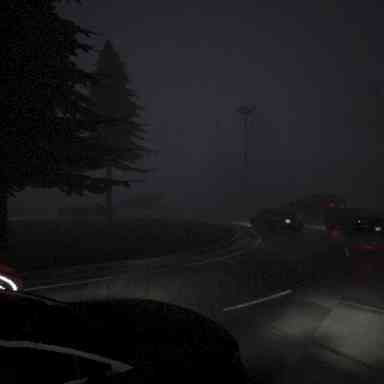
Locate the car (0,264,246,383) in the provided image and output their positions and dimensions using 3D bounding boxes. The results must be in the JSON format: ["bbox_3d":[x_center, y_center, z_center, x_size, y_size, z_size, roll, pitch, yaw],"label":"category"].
[{"bbox_3d":[-1.718,1.491,2.337,4.902,1.511,2.128,0,0,-36],"label":"car"}]

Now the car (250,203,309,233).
[{"bbox_3d":[4.909,1.548,19.808,1.994,1.385,4.181,0,0,-6],"label":"car"}]

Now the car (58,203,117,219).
[{"bbox_3d":[-9.261,1.591,29.219,4.718,1.301,1.895,0,0,-16],"label":"car"}]

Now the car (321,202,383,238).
[{"bbox_3d":[8.682,1.508,17.585,1.812,1.442,4.674,0,0,3],"label":"car"}]

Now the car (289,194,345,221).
[{"bbox_3d":[9.942,1.197,27.114,2.150,2.045,5.566,1,0,-26],"label":"car"}]

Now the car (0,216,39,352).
[{"bbox_3d":[-4.731,1.352,4.418,4.553,1.767,2.097,0,0,-37],"label":"car"}]

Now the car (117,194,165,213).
[{"bbox_3d":[-5.715,1.206,36.610,5.566,2.045,2.150,0,0,1],"label":"car"}]
